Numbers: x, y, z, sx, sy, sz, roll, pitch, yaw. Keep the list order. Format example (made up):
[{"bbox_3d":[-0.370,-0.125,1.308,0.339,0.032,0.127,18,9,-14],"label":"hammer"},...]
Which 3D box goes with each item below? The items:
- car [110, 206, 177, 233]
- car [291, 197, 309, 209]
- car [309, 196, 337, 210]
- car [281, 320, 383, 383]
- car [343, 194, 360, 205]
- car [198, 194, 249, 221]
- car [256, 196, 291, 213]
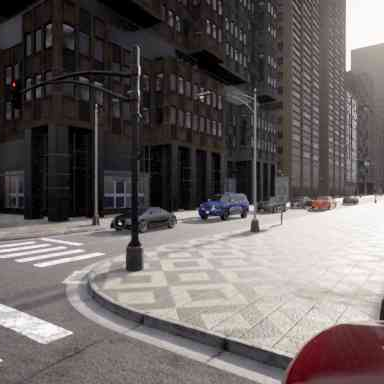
[{"bbox_3d":[-2.732,1.524,19.527,1.994,1.385,4.181,0,0,35],"label":"car"},{"bbox_3d":[14.358,1.384,43.664,2.128,1.511,4.902,0,0,35],"label":"car"},{"bbox_3d":[16.425,1.254,41.114,2.097,1.767,4.553,0,0,35],"label":"car"},{"bbox_3d":[2.705,1.315,1.032,5.009,1.841,2.192,0,0,35],"label":"car"},{"bbox_3d":[26.342,1.350,55.169,2.128,1.511,4.902,0,0,35],"label":"car"},{"bbox_3d":[2.748,1.160,27.296,2.150,2.045,5.566,0,0,35],"label":"car"},{"bbox_3d":[8.379,1.269,35.254,2.097,1.767,4.553,0,0,35],"label":"car"}]
